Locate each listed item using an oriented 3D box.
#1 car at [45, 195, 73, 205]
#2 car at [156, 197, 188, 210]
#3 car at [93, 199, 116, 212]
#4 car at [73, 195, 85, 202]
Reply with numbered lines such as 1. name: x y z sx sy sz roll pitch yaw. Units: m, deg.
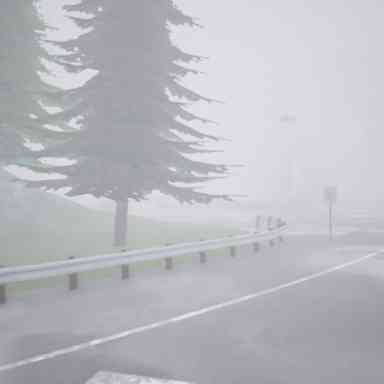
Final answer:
1. car: -26.065 1.290 65.077 5.357 1.411 2.033 1 1 43
2. car: -2.827 1.398 43.464 4.553 1.767 2.097 0 0 43
3. car: -9.257 1.538 39.863 4.902 1.511 2.128 0 0 43
4. car: -24.086 0.922 68.014 5.566 2.045 2.150 1 1 43
